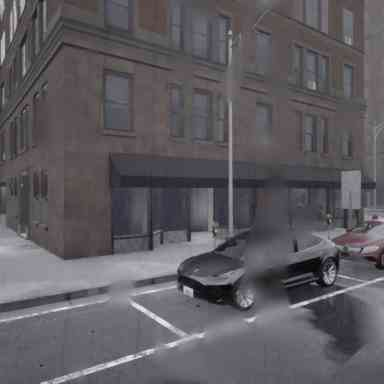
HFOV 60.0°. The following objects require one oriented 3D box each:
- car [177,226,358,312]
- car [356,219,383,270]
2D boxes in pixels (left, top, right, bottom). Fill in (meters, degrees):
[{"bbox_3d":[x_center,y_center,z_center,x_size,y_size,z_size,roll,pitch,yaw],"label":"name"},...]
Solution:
[{"bbox_3d":[1.702,1.566,7.748,4.313,1.339,1.947,0,0,-35],"label":"car"},{"bbox_3d":[6.180,1.582,10.942,4.206,1.307,1.802,0,0,-35],"label":"car"}]
